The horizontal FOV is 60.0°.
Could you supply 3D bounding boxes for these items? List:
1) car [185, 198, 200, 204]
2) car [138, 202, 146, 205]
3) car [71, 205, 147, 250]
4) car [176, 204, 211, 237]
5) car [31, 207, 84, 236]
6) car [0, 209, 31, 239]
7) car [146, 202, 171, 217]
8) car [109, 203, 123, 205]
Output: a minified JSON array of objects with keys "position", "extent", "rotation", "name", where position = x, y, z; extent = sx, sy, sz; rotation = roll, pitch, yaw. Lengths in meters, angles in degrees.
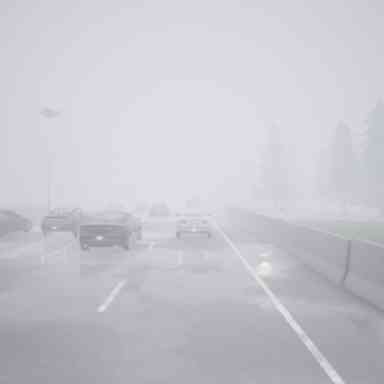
[{"position":[0.036,1.964,53.205],"extent":[2.150,2.045,5.566],"rotation":[0,-1,-1],"name":"car"},{"position":[-6.928,2.175,47.964],"extent":[2.033,1.411,5.357],"rotation":[0,-1,0],"name":"car"},{"position":[-3.402,1.567,14.733],"extent":[1.882,1.535,5.008],"rotation":[0,0,0],"name":"car"},{"position":[0.098,1.648,18.719],"extent":[1.812,1.442,4.674],"rotation":[0,0,0],"name":"car"},{"position":[-6.903,1.618,19.143],"extent":[2.128,1.511,4.902],"rotation":[0,0,0],"name":"car"},{"position":[-10.402,1.641,17.872],"extent":[1.812,1.442,4.674],"rotation":[0,0,0],"name":"car"},{"position":[-3.407,1.917,35.758],"extent":[1.994,1.385,4.181],"rotation":[0,-1,0],"name":"car"},{"position":[-10.424,2.132,45.318],"extent":[1.994,1.385,4.181],"rotation":[0,-1,0],"name":"car"}]
